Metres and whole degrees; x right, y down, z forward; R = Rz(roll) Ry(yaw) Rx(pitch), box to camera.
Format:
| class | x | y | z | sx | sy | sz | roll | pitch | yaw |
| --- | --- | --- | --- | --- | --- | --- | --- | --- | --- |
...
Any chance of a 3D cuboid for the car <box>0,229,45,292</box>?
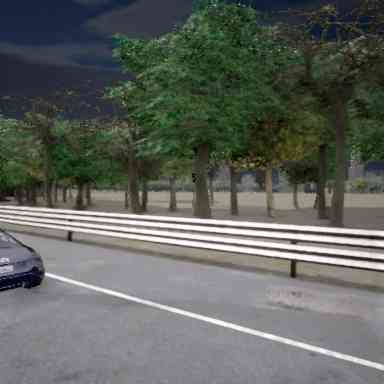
| class | x | y | z | sx | sy | sz | roll | pitch | yaw |
| --- | --- | --- | --- | --- | --- | --- | --- | --- | --- |
| car | -5.348 | 1.522 | 7.932 | 4.181 | 1.385 | 1.994 | 0 | 0 | 38 |
